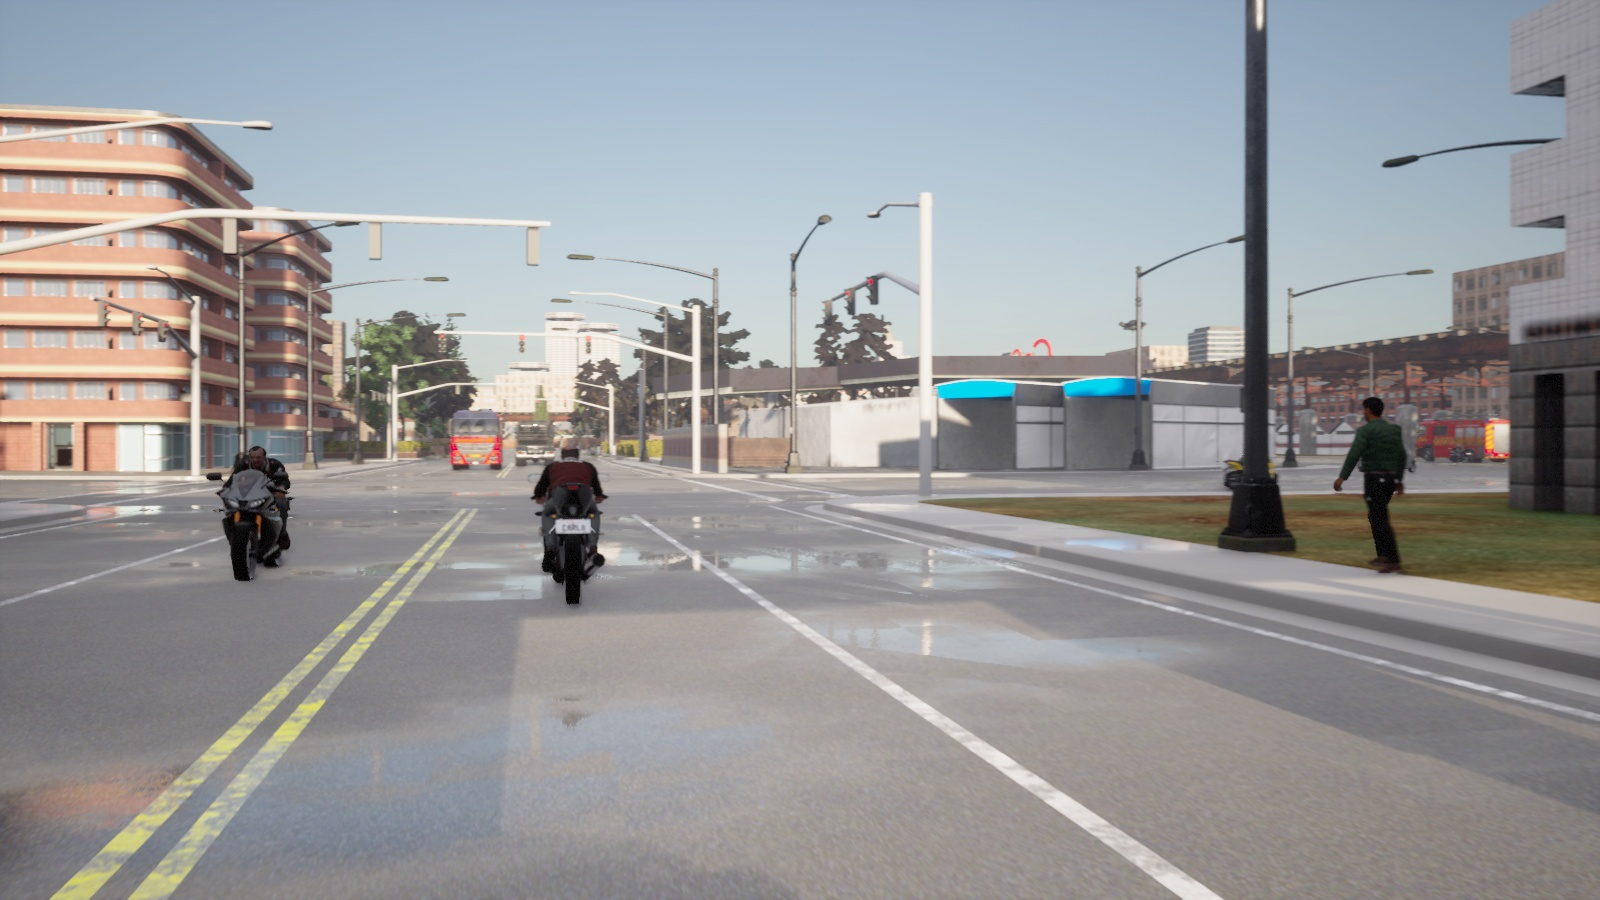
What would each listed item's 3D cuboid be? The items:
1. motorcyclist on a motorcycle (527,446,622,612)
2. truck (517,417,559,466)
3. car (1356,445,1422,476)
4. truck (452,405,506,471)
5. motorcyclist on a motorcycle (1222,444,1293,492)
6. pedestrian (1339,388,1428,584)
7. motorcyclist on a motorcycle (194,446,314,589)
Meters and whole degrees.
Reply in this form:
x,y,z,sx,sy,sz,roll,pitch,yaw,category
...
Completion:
x,y,z,sx,sy,sz,roll,pitch,yaw,category
-2.316,0.729,12.755,0.866,1.530,2.191,0,0,-12,motorcyclist on a motorcycle
-19.199,-0.614,91.954,2.891,3.462,7.936,0,0,-12,truck
29.794,0.502,63.478,3.633,1.501,1.845,0,0,-43,car
-19.624,-0.735,77.154,2.891,3.827,8.468,0,0,-12,truck
14.793,0.563,40.620,2.044,1.523,0.797,0,0,-12,motorcyclist on a motorcycle
6.013,0.357,12.967,0.423,1.949,0.788,0,0,-15,pedestrian
-6.288,0.722,14.590,0.866,1.530,2.191,0,0,-12,motorcyclist on a motorcycle
